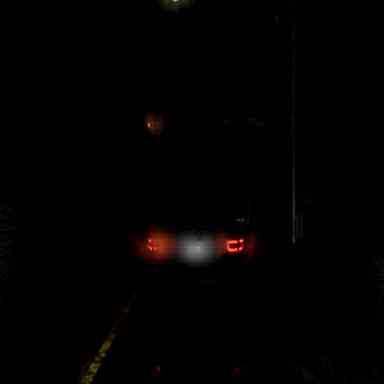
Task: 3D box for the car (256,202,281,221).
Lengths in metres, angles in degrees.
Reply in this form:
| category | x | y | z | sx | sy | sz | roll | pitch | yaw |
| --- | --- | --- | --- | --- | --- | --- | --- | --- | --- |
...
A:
| category | x | y | z | sx | sy | sz | roll | pitch | yaw |
| --- | --- | --- | --- | --- | --- | --- | --- | --- | --- |
| car | 6.701 | 1.555 | 27.254 | 4.181 | 1.385 | 1.994 | 0 | 0 | -11 |

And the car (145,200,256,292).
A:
| category | x | y | z | sx | sy | sz | roll | pitch | yaw |
| --- | --- | --- | --- | --- | --- | --- | --- | --- | --- |
| car | 0.079 | 1.222 | 9.066 | 2.150 | 2.045 | 5.566 | 0 | 0 | 0 |
